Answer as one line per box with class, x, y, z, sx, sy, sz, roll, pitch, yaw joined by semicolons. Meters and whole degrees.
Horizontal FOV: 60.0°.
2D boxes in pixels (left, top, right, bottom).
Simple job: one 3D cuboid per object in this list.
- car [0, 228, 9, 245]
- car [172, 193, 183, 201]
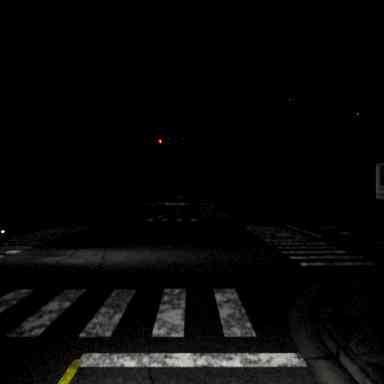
car;-9.075;1.538;11.544;4.718;1.301;1.895;0;-1;0
car;-3.013;1.030;69.921;2.097;1.767;4.553;0;0;0
